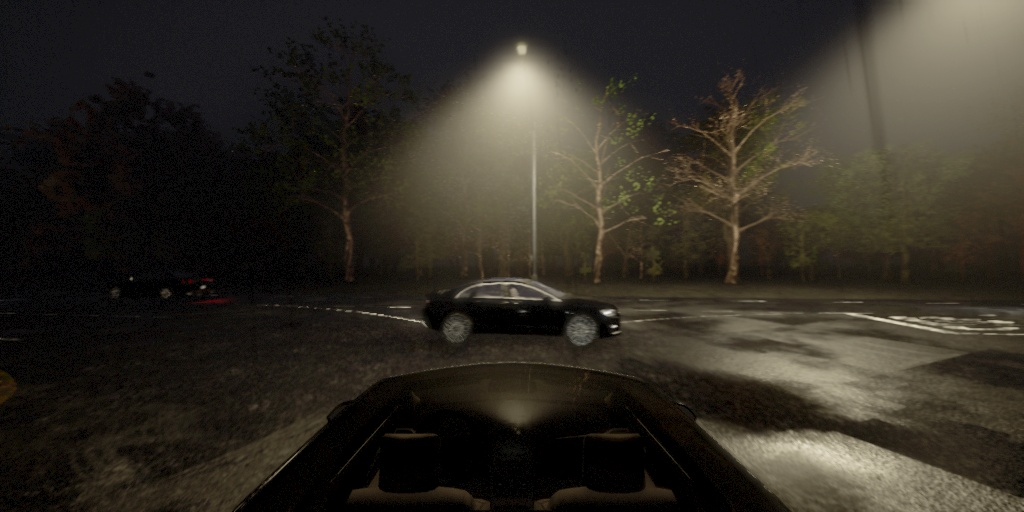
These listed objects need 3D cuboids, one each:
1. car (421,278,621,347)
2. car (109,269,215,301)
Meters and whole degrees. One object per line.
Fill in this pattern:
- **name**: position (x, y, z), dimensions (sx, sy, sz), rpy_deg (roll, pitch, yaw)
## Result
- **car**: position (0.192, 1.312, 9.091), dimensions (4.902, 1.511, 2.128), rpy_deg (-1, -1, 8)
- **car**: position (-18.345, 1.463, 18.841), dimensions (5.008, 1.535, 1.882), rpy_deg (0, 0, 9)
